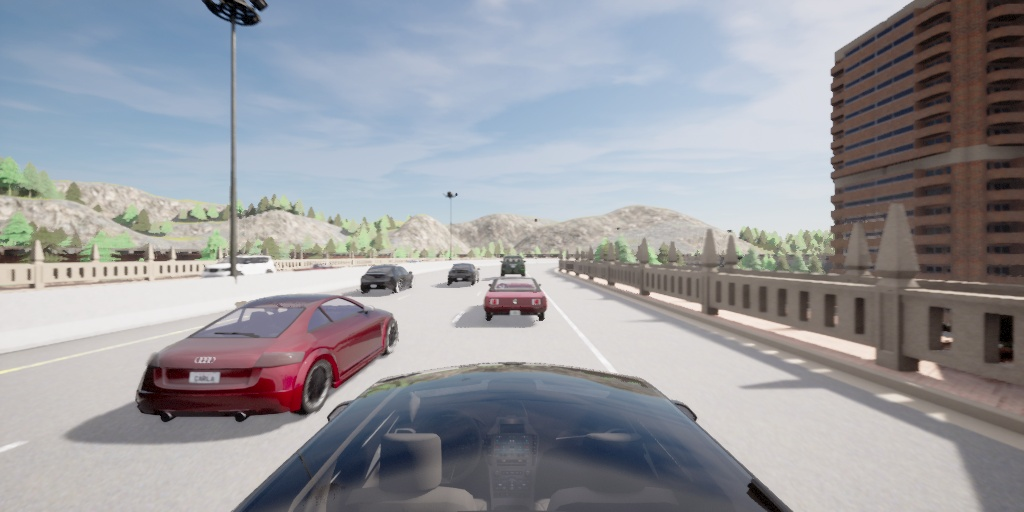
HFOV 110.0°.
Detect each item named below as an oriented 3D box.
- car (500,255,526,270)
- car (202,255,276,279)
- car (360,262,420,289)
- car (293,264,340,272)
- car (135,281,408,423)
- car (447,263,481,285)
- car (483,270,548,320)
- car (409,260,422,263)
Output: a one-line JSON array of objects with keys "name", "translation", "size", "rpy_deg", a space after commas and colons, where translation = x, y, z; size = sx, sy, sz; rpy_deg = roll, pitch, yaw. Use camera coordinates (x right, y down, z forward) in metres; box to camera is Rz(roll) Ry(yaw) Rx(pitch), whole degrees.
[{"name": "car", "translation": [0.093, 0.973, 32.348], "size": [2.150, 2.045, 5.566], "rpy_deg": [0, 0, 0]}, {"name": "car", "translation": [-21.090, 0.973, 28.014], "size": [2.150, 2.045, 5.566], "rpy_deg": [0, 0, 0]}, {"name": "car", "translation": [-6.904, 1.256, 20.294], "size": [1.837, 1.490, 4.892], "rpy_deg": [0, 0, 0]}, {"name": "car", "translation": [-17.580, 1.353, 32.384], "size": [1.895, 1.301, 4.718], "rpy_deg": [0, 0, 0]}, {"name": "car", "translation": [-3.403, 1.314, 5.975], "size": [1.994, 1.385, 4.181], "rpy_deg": [0, 0, 0]}, {"name": "car", "translation": [-3.405, 1.256, 25.724], "size": [1.837, 1.490, 4.892], "rpy_deg": [0, 0, 0]}, {"name": "car", "translation": [0.098, 1.351, 12.550], "size": [1.895, 1.301, 4.718], "rpy_deg": [0, 0, 0]}, {"name": "car", "translation": [-13.566, 1.279, 49.233], "size": [1.812, 1.442, 4.674], "rpy_deg": [0, 0, 6]}]
